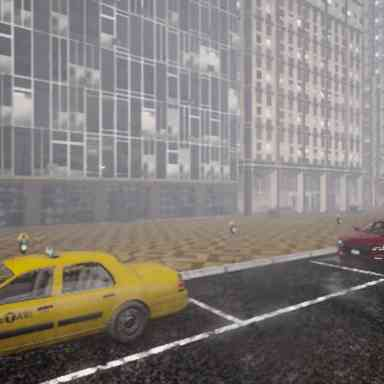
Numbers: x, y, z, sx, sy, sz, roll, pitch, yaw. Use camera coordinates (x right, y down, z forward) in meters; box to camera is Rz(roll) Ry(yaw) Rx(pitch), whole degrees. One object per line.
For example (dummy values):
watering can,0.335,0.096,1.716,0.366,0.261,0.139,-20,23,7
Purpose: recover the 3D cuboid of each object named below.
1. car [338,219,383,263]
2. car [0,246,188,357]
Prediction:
car,6.795,1.588,11.410,4.507,1.381,1.887,0,0,-35
car,-2.345,1.528,4.893,4.829,1.417,1.752,0,0,-35
